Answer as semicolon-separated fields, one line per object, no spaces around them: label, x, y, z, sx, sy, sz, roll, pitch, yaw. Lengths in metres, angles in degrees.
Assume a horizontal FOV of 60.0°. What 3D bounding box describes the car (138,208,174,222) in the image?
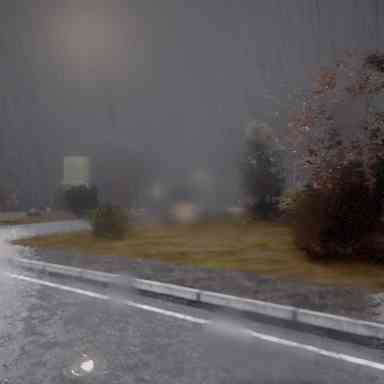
car;-4.266;2.440;36.297;1.994;1.385;4.181;-4;-2;32

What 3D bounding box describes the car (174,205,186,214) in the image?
car;-1.708;3.130;60.147;1.882;1.535;5.008;-4;-3;33

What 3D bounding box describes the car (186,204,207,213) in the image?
car;1.620;2.946;58.859;2.128;1.511;4.902;-4;-3;33
